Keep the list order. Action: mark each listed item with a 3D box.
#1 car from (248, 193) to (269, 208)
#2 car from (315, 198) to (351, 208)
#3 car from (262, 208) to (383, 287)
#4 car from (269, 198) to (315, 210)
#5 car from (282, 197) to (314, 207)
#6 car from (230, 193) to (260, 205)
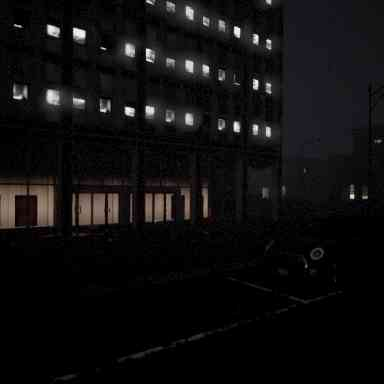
[{"bbox_3d":[8.567,1.168,43.742,2.192,1.841,5.009,1,0,-35],"label":"car"},{"bbox_3d":[18.511,1.447,44.095,1.752,1.417,4.829,1,0,-35],"label":"car"},{"bbox_3d":[3.850,1.441,9.312,4.097,1.590,1.967,0,0,-36],"label":"car"},{"bbox_3d":[11.716,1.427,39.188,2.008,1.369,4.403,1,0,-35],"label":"car"},{"bbox_3d":[15.457,1.480,48.509,1.802,1.307,4.206,1,0,-35],"label":"car"},{"bbox_3d":[9.157,1.168,57.615,2.192,1.841,5.009,1,0,-35],"label":"car"}]
